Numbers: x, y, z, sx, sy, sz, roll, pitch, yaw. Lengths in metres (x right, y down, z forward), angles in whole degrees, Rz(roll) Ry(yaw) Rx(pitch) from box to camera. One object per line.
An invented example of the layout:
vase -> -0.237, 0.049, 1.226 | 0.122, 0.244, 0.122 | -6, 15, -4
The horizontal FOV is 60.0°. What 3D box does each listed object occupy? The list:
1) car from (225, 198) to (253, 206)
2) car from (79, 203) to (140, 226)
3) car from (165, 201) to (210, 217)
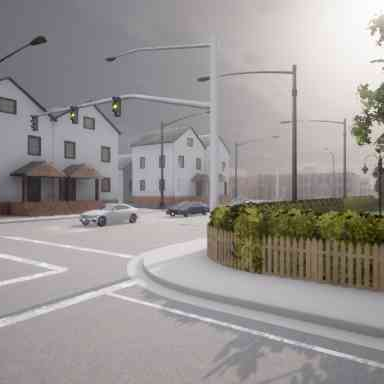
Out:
car -> 5.690, 1.490, 39.875 | 2.128, 1.511, 4.902 | 0, 0, 35
car -> -5.679, 1.524, 23.440 | 1.812, 1.442, 4.674 | 0, 0, 35
car -> -0.190, 1.546, 31.387 | 2.033, 1.411, 5.357 | 0, 0, 35
